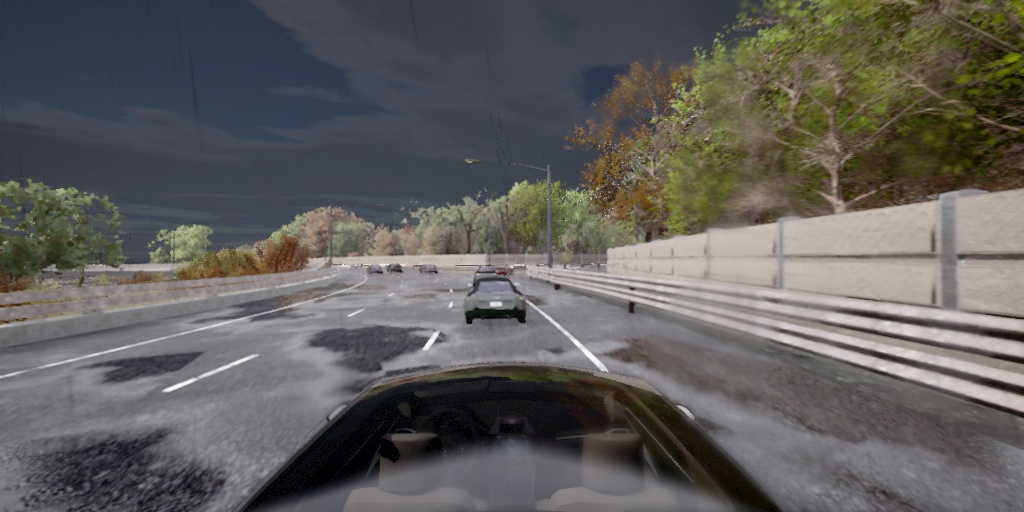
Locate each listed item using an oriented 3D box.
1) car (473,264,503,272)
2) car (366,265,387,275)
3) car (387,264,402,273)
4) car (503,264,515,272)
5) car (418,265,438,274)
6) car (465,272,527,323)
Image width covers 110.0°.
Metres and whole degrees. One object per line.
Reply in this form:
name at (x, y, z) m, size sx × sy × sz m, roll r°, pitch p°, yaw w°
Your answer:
car at (-2.057, 1.569, 28.754) m, size 2.128 × 1.511 × 4.902 m, roll 0°, pitch -1°, yaw -4°
car at (-20.144, 1.994, 52.551) m, size 2.033 × 1.411 × 5.357 m, roll 0°, pitch -1°, yaw -28°
car at (-18.929, 2.003, 57.474) m, size 1.837 × 1.490 × 4.892 m, roll 0°, pitch -1°, yaw -29°
car at (-1.050, 1.716, 42.960) m, size 1.882 × 1.535 × 5.008 m, roll -1°, pitch -1°, yaw 14°
car at (-12.384, 1.957, 52.781) m, size 2.033 × 1.411 × 5.357 m, roll 0°, pitch -1°, yaw -27°
car at (-0.643, 1.446, 12.794) m, size 1.994 × 1.385 × 4.181 m, roll 0°, pitch -1°, yaw -5°
